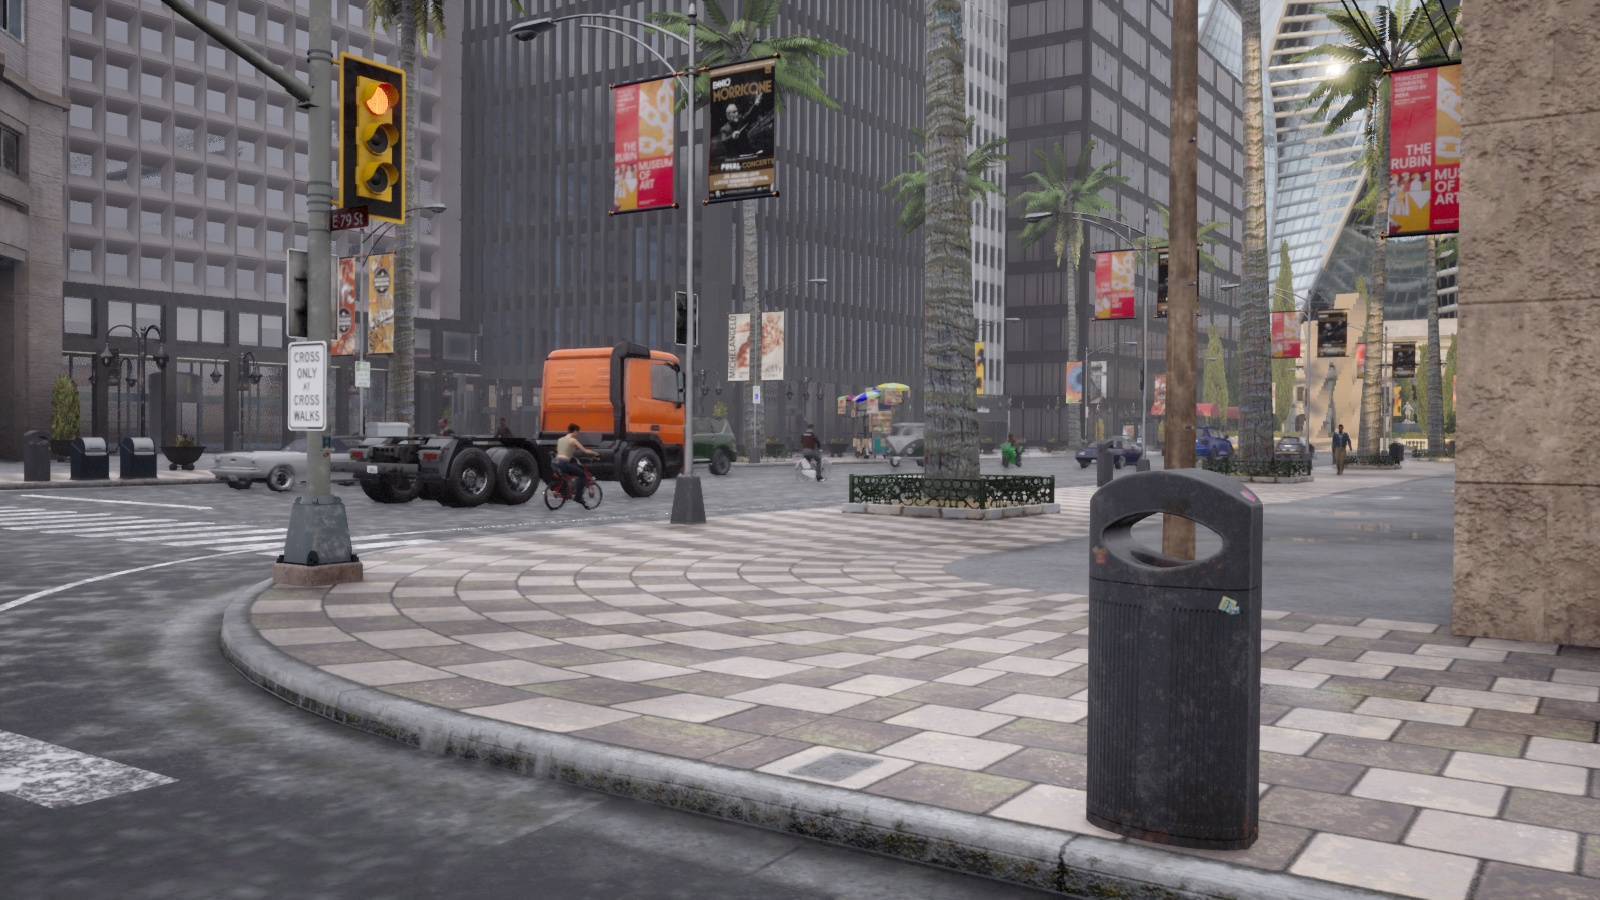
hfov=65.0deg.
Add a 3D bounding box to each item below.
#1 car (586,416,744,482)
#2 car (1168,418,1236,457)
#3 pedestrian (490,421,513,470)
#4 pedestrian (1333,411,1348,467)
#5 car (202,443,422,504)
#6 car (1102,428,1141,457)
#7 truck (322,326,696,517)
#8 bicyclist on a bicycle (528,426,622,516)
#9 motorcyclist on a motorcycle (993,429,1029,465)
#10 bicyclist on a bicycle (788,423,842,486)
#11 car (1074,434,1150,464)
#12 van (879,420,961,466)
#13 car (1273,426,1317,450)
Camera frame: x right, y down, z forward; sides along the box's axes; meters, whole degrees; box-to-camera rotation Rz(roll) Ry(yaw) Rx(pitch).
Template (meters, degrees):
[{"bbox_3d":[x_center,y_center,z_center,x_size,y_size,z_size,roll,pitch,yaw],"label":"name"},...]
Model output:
[{"bbox_3d":[-4.366,-0.080,41.732,2.150,2.045,5.566,0,1,34],"label":"car"},{"bbox_3d":[22.244,-0.697,69.322,2.150,2.045,5.566,0,1,33],"label":"car"},{"bbox_3d":[-11.277,-0.158,47.486,0.431,1.840,0.703,0,1,41],"label":"pedestrian"},{"bbox_3d":[18.819,-0.379,43.729,0.423,1.949,0.788,0,1,26],"label":"pedestrian"},{"bbox_3d":[-11.775,0.520,30.619,1.895,1.301,4.718,0,1,34],"label":"car"},{"bbox_3d":[17.860,-0.437,69.811,2.007,1.525,4.514,0,1,14],"label":"car"},{"bbox_3d":[-5.858,-0.567,26.899,2.891,3.462,7.936,0,1,34],"label":"truck"},{"bbox_3d":[-4.146,0.391,23.228,0.866,1.612,1.509,0,-1,34],"label":"bicyclist on a bicycle"},{"bbox_3d":[9.432,-0.140,56.098,0.797,1.523,2.044,0,2,33],"label":"motorcyclist on a motorcycle"},{"bbox_3d":[0.444,0.103,36.254,0.659,1.776,1.843,0,1,33],"label":"bicyclist on a bicycle"},{"bbox_3d":[14.208,-0.075,57.016,1.895,1.301,4.718,0,1,33],"label":"car"},{"bbox_3d":[5.449,-0.335,56.408,1.775,1.987,4.442,0,1,33],"label":"van"},{"bbox_3d":[35.109,-0.871,89.010,2.033,1.649,4.856,0,1,33],"label":"car"}]
